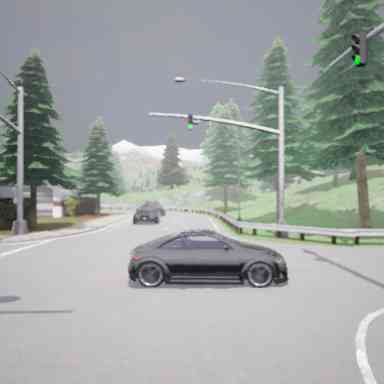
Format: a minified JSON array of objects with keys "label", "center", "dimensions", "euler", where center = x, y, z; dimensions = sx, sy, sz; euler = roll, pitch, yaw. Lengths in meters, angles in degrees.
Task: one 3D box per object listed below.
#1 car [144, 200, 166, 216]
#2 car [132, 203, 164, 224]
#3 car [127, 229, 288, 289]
[{"label":"car","center":[-4.400,1.764,37.331],"dimensions":[2.097,1.767,4.553],"euler":[0,-1,-19]},{"label":"car","center":[-3.683,1.867,27.528],"dimensions":[1.994,1.385,4.181],"euler":[0,-1,-1]},{"label":"car","center":[0.393,1.731,8.999],"dimensions":[4.181,1.385,1.994],"euler":[1,-1,-1]}]
